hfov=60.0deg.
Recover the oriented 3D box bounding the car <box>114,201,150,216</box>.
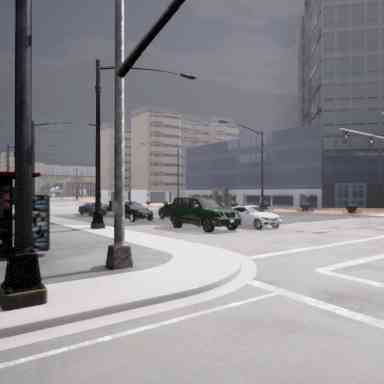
[{"bbox_3d":[-6.873,1.850,37.645,2.128,1.511,4.902,0,-1,-36],"label":"car"}]

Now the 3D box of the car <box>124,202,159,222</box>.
[{"bbox_3d":[-5.137,1.748,29.282,1.837,1.490,4.892,0,-1,-36],"label":"car"}]

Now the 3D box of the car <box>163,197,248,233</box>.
[{"bbox_3d":[0.669,1.342,21.282,2.150,2.045,5.566,0,-1,-36],"label":"car"}]

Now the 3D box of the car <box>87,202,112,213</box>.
[{"bbox_3d":[-12.704,2.069,45.738,1.994,1.385,4.181,0,-1,-35],"label":"car"}]

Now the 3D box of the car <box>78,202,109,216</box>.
[{"bbox_3d":[-11.381,1.946,37.900,2.033,1.411,5.357,0,-1,-36],"label":"car"}]

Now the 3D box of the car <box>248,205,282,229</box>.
[{"bbox_3d":[3.937,1.644,22.713,1.812,1.442,4.674,0,-1,-35],"label":"car"}]

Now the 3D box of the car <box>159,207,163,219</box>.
[{"bbox_3d":[-1.362,1.749,30.101,1.812,1.442,4.674,0,-1,-36],"label":"car"}]
